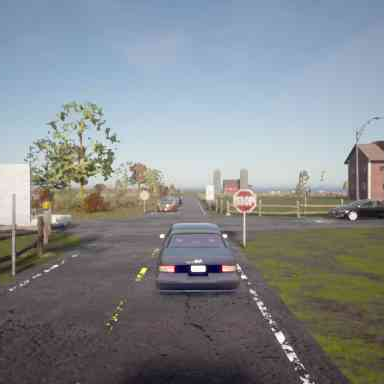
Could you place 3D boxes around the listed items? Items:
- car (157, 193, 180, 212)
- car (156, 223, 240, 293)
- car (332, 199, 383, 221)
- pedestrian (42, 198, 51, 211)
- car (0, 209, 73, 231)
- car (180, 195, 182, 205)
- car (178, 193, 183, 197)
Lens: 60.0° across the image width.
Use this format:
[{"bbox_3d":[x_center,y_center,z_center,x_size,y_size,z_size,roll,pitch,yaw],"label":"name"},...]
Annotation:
[{"bbox_3d":[-2.880,1.349,38.843,2.097,1.767,4.553,0,0,0],"label":"car"},{"bbox_3d":[0.067,1.546,9.001,2.033,1.411,5.357,0,0,-1],"label":"car"},{"bbox_3d":[12.941,1.285,24.592,4.892,1.490,1.837,-1,0,0],"label":"car"},{"bbox_3d":[-12.183,1.412,27.790,0.375,1.860,0.375,0,1,0],"label":"pedestrian"},{"bbox_3d":[-10.170,1.736,21.282,4.718,1.301,1.895,-1,0,9],"label":"car"},{"bbox_3d":[-2.882,1.522,48.893,1.812,1.442,4.674,0,0,1],"label":"car"},{"bbox_3d":[-2.879,1.217,59.192,2.150,2.045,5.566,0,0,0],"label":"car"}]
